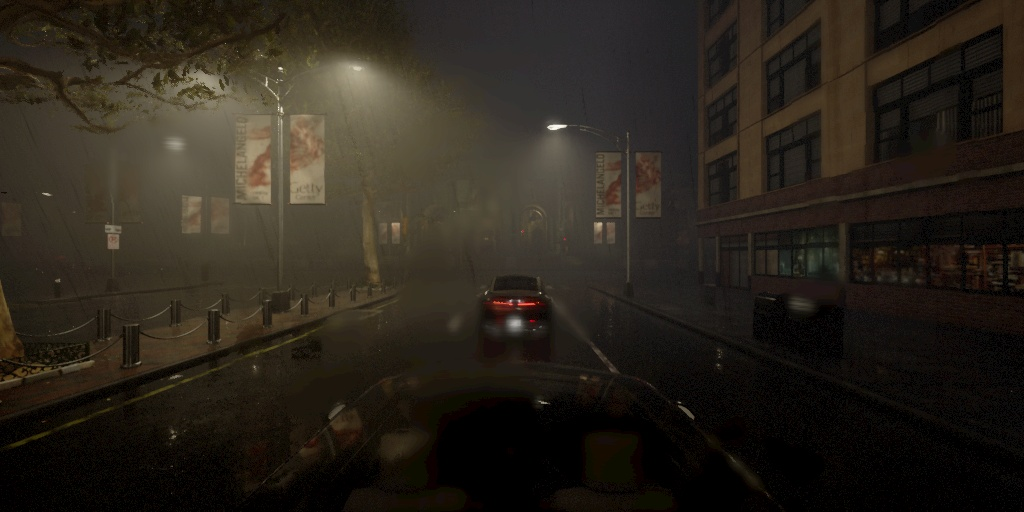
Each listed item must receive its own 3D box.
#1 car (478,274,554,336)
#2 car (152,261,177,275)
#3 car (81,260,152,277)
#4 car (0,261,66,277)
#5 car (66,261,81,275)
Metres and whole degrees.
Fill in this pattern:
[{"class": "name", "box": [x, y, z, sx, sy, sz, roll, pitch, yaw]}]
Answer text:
[{"class": "car", "box": [0.126, 1.255, 10.340, 1.837, 1.490, 4.892, 0, 0, 1]}, {"class": "car", "box": [-38.886, 1.227, 38.376, 5.008, 1.535, 1.882, 0, 0, 0]}, {"class": "car", "box": [-38.392, 1.313, 34.870, 4.181, 1.385, 1.994, 0, 0, 0]}, {"class": "car", "box": [-47.252, 1.254, 34.903, 4.892, 1.490, 1.837, 0, 0, 0]}, {"class": "car", "box": [-48.136, 1.241, 38.411, 4.902, 1.511, 2.128, 0, 0, 0]}]
